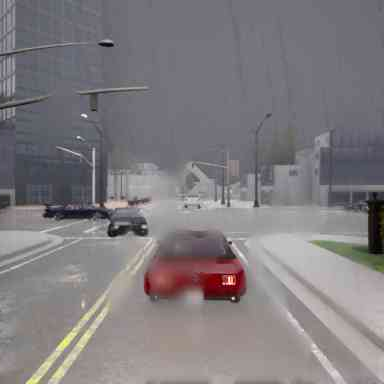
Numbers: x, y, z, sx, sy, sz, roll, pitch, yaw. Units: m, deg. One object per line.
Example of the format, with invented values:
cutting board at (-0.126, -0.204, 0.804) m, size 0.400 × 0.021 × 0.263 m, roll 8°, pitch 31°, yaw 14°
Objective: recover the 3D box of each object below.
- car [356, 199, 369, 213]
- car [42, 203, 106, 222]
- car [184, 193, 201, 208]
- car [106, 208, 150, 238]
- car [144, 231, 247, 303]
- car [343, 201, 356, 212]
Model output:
car at (19.876, 1.480, 34.088) m, size 4.674 × 1.442 × 1.812 m, roll 0°, pitch 0°, yaw 0°
car at (-9.071, 1.594, 26.786) m, size 5.357 × 1.411 × 2.033 m, roll 0°, pitch 0°, yaw -3°
car at (0.076, 1.221, 48.620) m, size 2.150 × 2.045 × 5.566 m, roll 0°, pitch 0°, yaw 0°
car at (-3.469, 1.560, 17.945) m, size 2.033 × 1.411 × 5.357 m, roll 0°, pitch 0°, yaw -14°
car at (0.071, 1.601, 8.183) m, size 1.895 × 1.301 × 4.718 m, roll 0°, pitch 0°, yaw 0°
car at (19.372, 1.520, 37.583) m, size 4.181 × 1.385 × 1.994 m, roll 0°, pitch 0°, yaw -1°
